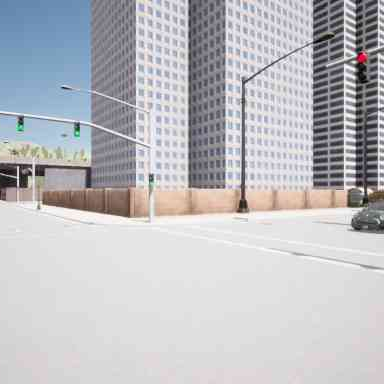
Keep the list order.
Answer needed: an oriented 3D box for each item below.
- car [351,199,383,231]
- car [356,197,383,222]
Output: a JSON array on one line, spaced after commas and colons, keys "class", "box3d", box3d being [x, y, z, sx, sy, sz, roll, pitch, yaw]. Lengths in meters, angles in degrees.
[{"class": "car", "box3d": [11.373, 1.352, 19.545, 4.553, 1.767, 2.097, 0, 0, -35]}, {"class": "car", "box3d": [15.347, 1.352, 26.558, 4.553, 1.767, 2.097, 0, 0, -35]}]
